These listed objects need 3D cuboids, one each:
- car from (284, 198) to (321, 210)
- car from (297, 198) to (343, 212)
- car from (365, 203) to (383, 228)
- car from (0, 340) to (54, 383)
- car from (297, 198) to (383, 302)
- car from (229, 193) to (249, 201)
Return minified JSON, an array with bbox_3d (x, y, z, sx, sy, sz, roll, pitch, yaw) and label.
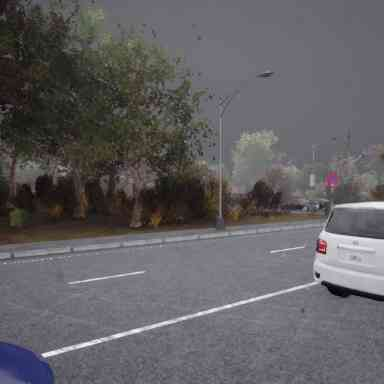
[{"bbox_3d":[12.507,1.492,38.731,2.128,1.511,4.902,0,0,-33],"label":"car"},{"bbox_3d":[15.537,1.492,40.515,2.128,1.511,4.902,0,0,-32],"label":"car"},{"bbox_3d":[13.922,1.505,22.542,4.892,1.490,1.837,0,0,-36],"label":"car"},{"bbox_3d":[-3.103,1.526,1.529,4.674,1.442,1.812,0,0,-36],"label":"car"},{"bbox_3d":[5.017,1.221,7.332,5.566,2.045,2.150,0,0,-35],"label":"car"},{"bbox_3d":[7.263,1.213,47.061,2.150,2.045,5.566,0,0,-32],"label":"car"}]
